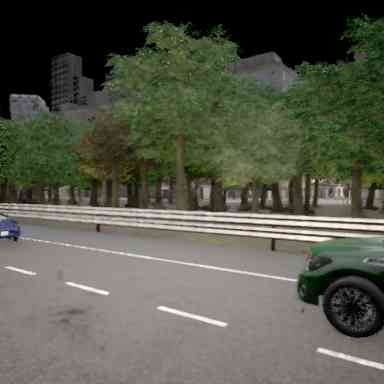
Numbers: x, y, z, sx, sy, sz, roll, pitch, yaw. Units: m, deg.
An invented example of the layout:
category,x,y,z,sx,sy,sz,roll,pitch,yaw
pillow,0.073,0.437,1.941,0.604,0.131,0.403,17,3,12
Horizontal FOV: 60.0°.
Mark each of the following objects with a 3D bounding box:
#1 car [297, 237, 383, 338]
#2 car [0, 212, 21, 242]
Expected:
category,x,y,z,sx,sy,sz,roll,pitch,yaw
car,4.505,1.223,4.954,5.566,2.045,2.150,0,0,35
car,-9.525,1.532,14.975,4.674,1.442,1.812,0,0,36
